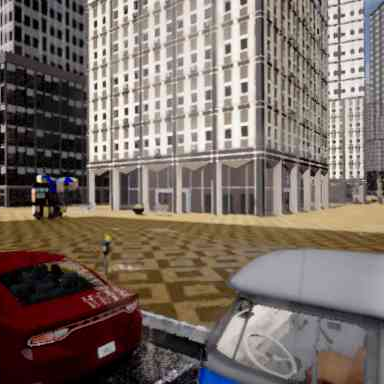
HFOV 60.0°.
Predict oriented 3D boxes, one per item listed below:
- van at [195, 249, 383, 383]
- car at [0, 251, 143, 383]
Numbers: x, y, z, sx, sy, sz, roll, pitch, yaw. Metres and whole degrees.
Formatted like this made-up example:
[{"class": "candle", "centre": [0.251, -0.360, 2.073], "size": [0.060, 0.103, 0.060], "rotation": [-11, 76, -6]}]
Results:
[{"class": "van", "centre": [1.843, 1.336, 1.714], "size": [3.998, 1.788, 1.690], "rotation": [0, 0, 35]}, {"class": "car", "centre": [-2.730, 1.545, 4.838], "size": [4.507, 1.381, 1.887], "rotation": [0, 0, 35]}]
